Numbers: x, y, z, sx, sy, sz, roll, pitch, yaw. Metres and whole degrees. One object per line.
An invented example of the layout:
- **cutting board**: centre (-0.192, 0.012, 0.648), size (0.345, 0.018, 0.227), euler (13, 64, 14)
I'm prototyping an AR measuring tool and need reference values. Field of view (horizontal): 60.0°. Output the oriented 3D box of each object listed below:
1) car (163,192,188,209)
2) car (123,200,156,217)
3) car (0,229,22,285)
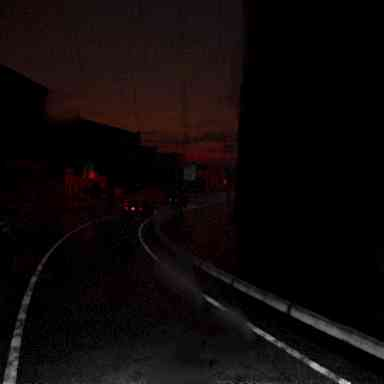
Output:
- **car**: centre (-2.128, 1.071, 44.001), size (2.150, 2.045, 5.566), euler (3, 1, 14)
- **car**: centre (-4.624, 1.436, 30.065), size (2.033, 1.411, 5.357), euler (3, 0, 6)
- **car**: centre (-5.033, 1.525, 7.203), size (1.895, 1.301, 4.718), euler (1, 0, -20)
